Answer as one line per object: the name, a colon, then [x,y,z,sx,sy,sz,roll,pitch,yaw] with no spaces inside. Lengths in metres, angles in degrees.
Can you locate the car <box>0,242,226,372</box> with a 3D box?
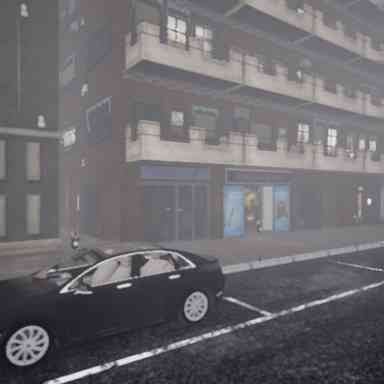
car: [-1.413,1.568,5.557,4.403,1.369,2.008,1,-1,-35]
